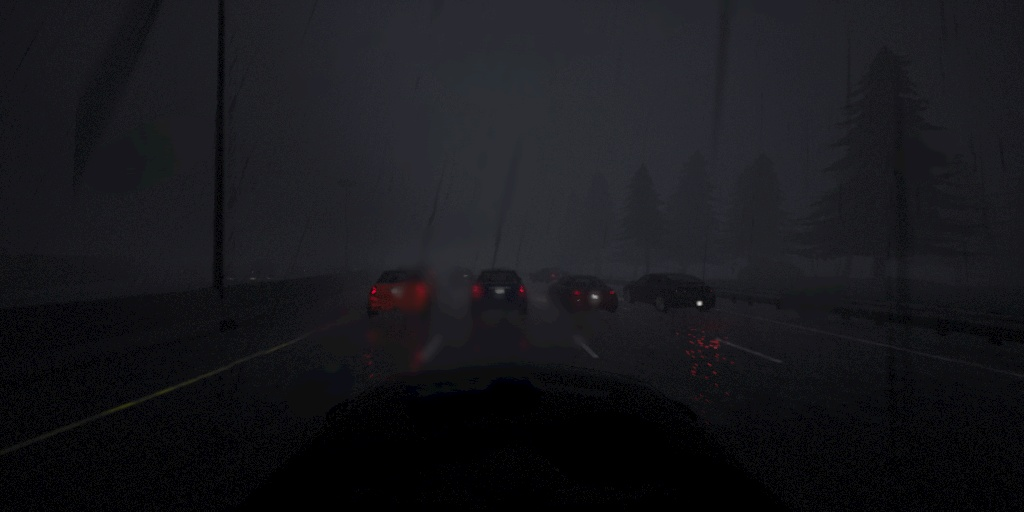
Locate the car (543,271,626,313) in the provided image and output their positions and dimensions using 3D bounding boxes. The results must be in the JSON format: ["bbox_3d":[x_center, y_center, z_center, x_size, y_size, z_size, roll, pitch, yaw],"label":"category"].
[{"bbox_3d":[2.828,1.492,15.018,1.994,1.385,4.181,0,-1,-6],"label":"car"}]

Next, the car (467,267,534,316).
[{"bbox_3d":[-0.630,1.272,14.501,2.097,1.767,4.553,0,-1,-6],"label":"car"}]

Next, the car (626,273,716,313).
[{"bbox_3d":[6.346,1.434,15.030,1.837,1.490,4.892,0,0,-6],"label":"car"}]

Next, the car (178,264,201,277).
[{"bbox_3d":[-40.015,1.795,44.473,1.882,1.535,5.008,1,-1,-42],"label":"car"}]

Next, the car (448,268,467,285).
[{"bbox_3d":[-4.306,1.707,31.161,1.994,1.385,4.181,0,-1,-18],"label":"car"}]

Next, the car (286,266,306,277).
[{"bbox_3d":[-27.888,1.942,46.221,1.895,1.301,4.718,1,-1,-37],"label":"car"}]

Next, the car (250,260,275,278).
[{"bbox_3d":[-29.843,1.517,42.974,2.150,2.045,5.566,1,-1,-35],"label":"car"}]

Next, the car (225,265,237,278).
[{"bbox_3d":[-33.353,1.773,41.785,2.128,1.511,4.902,1,-1,-37],"label":"car"}]

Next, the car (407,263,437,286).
[{"bbox_3d":[-7.575,1.477,29.930,2.097,1.767,4.553,0,-1,-18],"label":"car"}]

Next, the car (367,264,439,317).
[{"bbox_3d":[-4.123,1.269,14.292,2.097,1.767,4.553,0,-1,-6],"label":"car"}]

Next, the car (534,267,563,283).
[{"bbox_3d":[3.210,1.684,30.671,2.033,1.411,5.357,0,-1,-17],"label":"car"}]
